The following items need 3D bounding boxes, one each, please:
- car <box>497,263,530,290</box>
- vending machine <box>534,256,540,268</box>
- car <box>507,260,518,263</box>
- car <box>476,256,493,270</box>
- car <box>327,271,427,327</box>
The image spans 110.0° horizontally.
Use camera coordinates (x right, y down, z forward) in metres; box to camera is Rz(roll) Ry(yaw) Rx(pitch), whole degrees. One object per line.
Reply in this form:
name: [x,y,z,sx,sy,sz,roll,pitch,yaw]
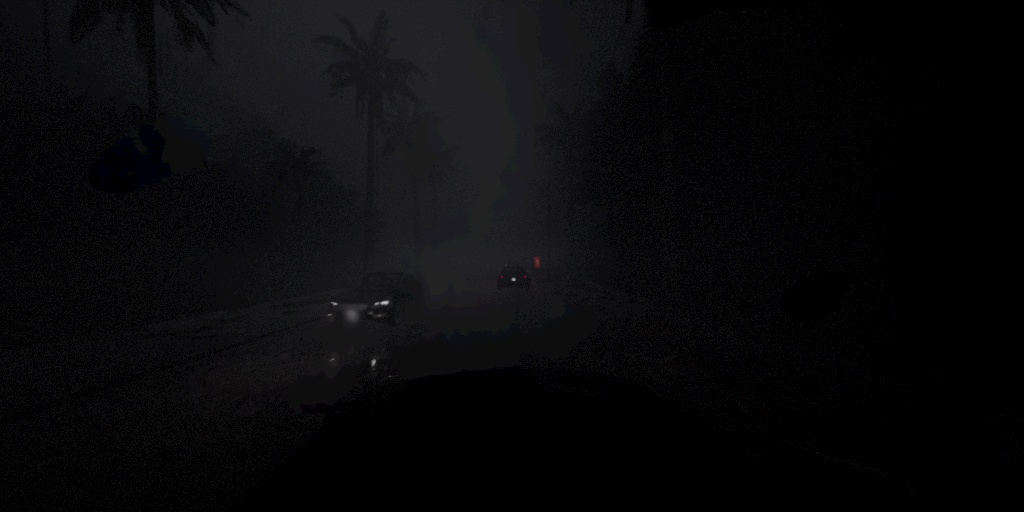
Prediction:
car: [0.100,1.334,22.658,1.994,1.385,4.181,0,0,0]
vending machine: [4.308,1.001,61.120,1.100,2.100,0.880,0,0,0]
car: [0.106,1.299,47.992,1.837,1.490,4.892,0,0,0]
car: [-4.037,1.019,53.406,2.150,2.045,5.566,0,0,1]
car: [-4.095,1.251,11.644,2.128,1.511,4.902,0,0,0]
